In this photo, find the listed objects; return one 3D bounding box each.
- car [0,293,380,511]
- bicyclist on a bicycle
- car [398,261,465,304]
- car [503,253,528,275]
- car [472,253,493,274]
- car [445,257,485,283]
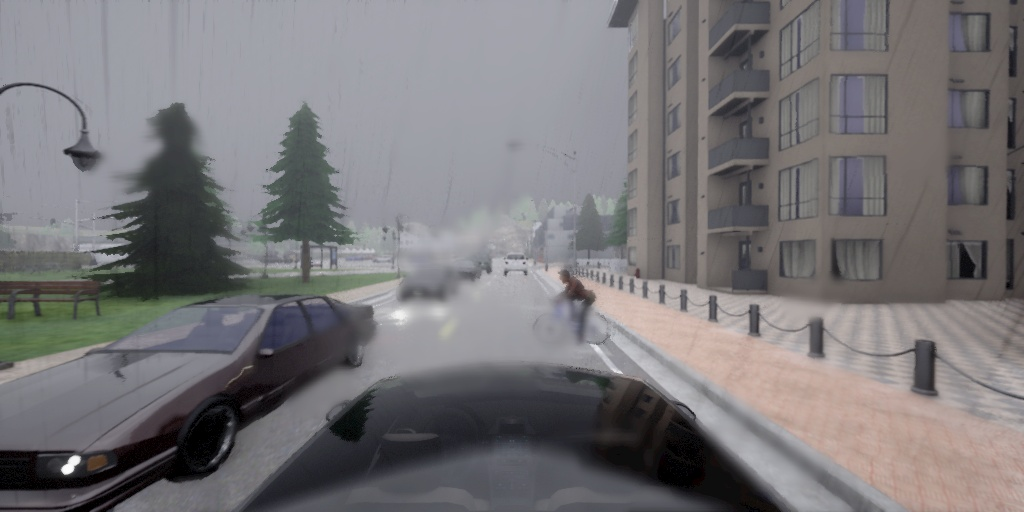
[{"bbox_3d":[-3.583,1.267,4.912,2.033,1.411,5.357,0,0,1],"label":"car"},{"bbox_3d":[1.326,1.134,7.774,1.656,1.620,0.582,0,0,1],"label":"bicyclist on a bicycle"},{"bbox_3d":[-3.477,1.146,15.773,1.837,1.490,4.892,0,0,1],"label":"car"},{"bbox_3d":[0.359,0.740,34.248,2.150,2.045,5.566,0,1,1],"label":"car"},{"bbox_3d":[-3.184,0.707,36.634,2.150,2.045,5.566,0,0,1],"label":"car"},{"bbox_3d":[-3.284,1.051,25.818,1.882,1.535,5.008,0,0,1],"label":"car"}]
